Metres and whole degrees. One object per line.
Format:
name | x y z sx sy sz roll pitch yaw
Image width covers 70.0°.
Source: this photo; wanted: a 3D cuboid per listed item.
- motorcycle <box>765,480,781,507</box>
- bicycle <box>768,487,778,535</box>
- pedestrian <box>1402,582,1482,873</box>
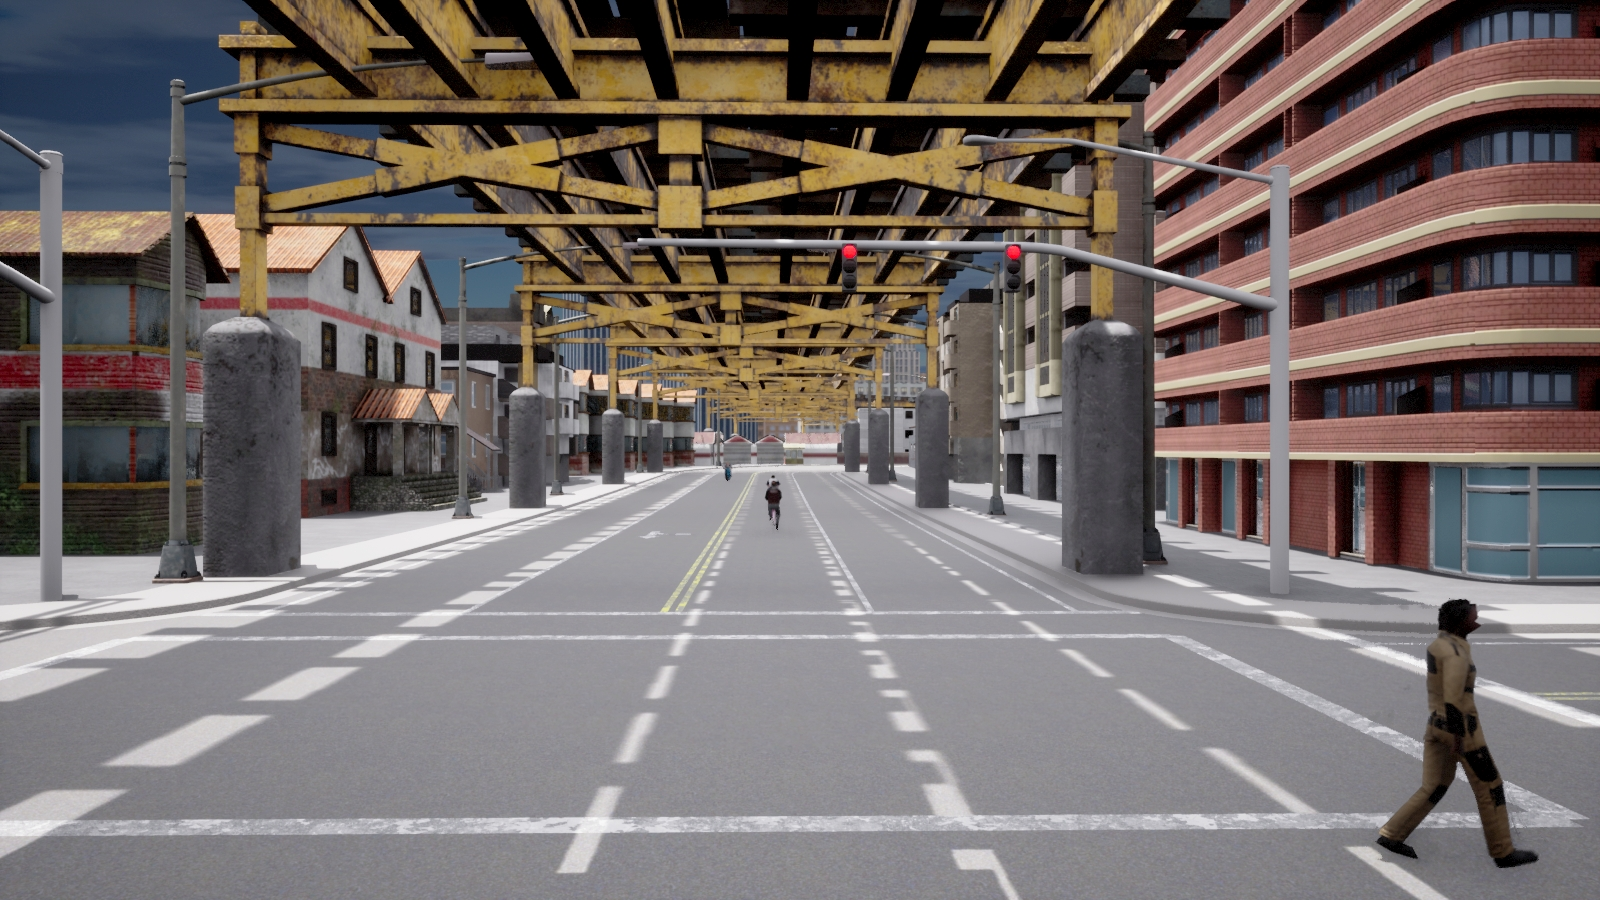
motorcycle | -1.337 2.117 56.282 0.803 1.224 2.033 0 0 -1
bicycle | -0.905 2.048 38.723 0.329 1.496 1.835 0 0 -1
pedestrian | 4.331 1.848 7.722 0.375 1.860 0.375 0 0 12
